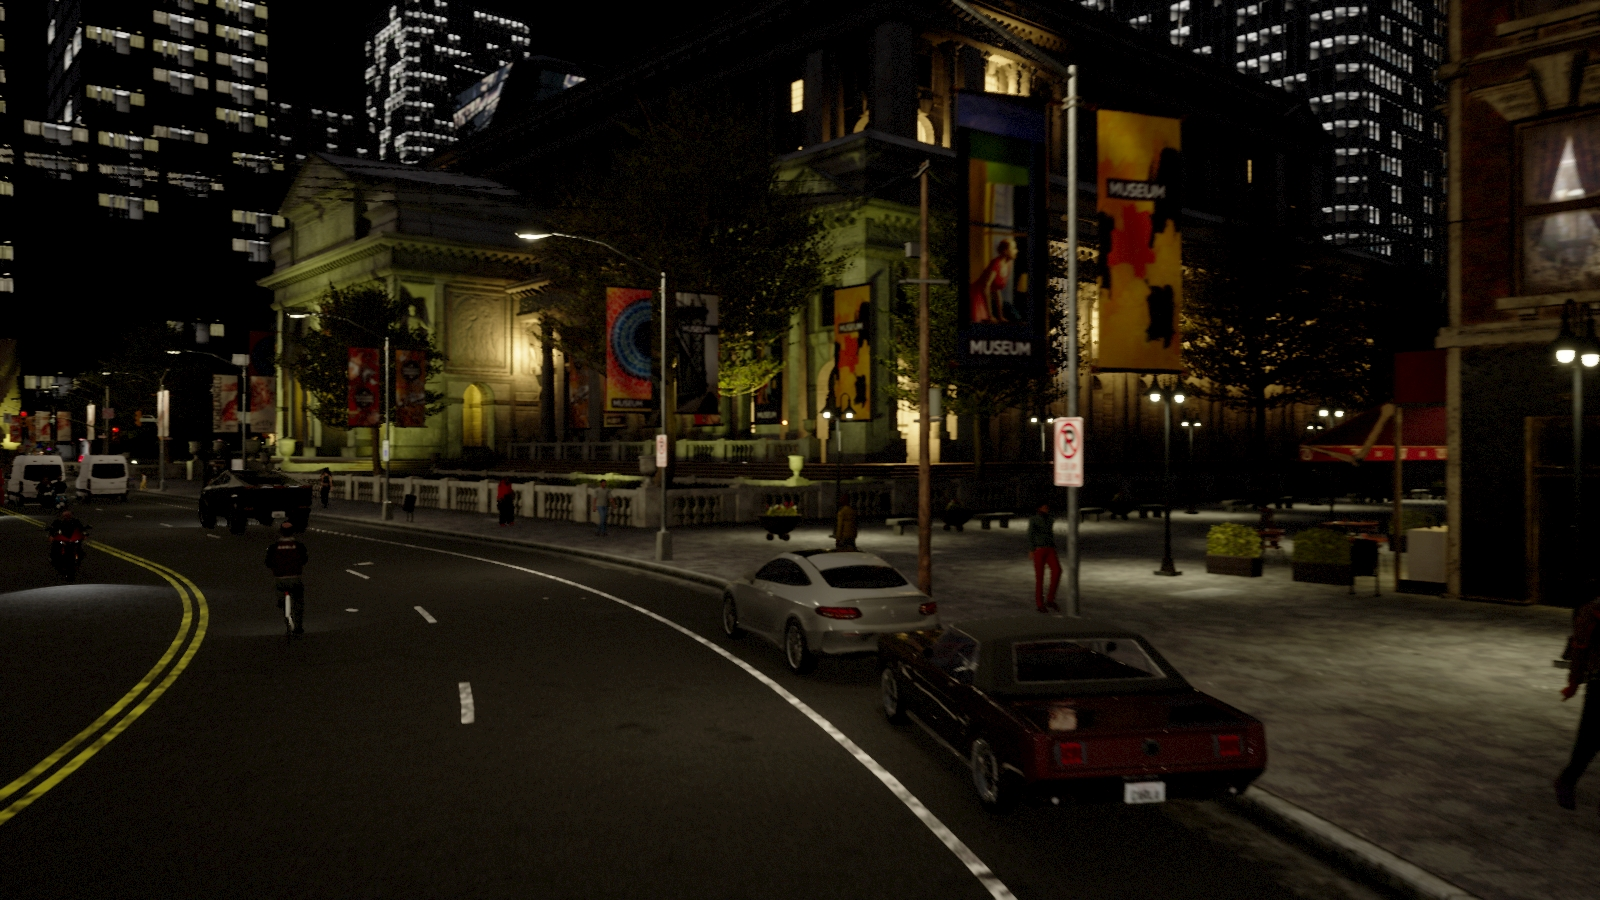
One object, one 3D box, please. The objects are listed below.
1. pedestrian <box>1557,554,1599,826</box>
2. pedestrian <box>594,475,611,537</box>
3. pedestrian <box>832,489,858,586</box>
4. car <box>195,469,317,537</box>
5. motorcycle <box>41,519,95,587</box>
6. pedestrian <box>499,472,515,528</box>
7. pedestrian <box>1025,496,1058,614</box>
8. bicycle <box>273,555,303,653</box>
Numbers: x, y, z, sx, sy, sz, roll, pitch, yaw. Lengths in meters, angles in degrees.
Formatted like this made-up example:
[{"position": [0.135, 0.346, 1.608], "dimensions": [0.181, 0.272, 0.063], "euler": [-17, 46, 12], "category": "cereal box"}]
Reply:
[{"position": [5.745, 1.695, 8.188], "dimensions": [0.375, 1.860, 0.375], "euler": [0, 0, -9], "category": "pedestrian"}, {"position": [-6.005, 1.699, 34.692], "dimensions": [0.375, 1.860, 0.375], "euler": [0, 0, -33], "category": "pedestrian"}, {"position": [0.878, 1.695, 22.278], "dimensions": [0.375, 1.860, 0.375], "euler": [0, 0, -33], "category": "pedestrian"}, {"position": [-19.092, 1.762, 39.910], "dimensions": [2.390, 2.098, 6.274], "euler": [0, 0, -39], "category": "car"}, {"position": [-15.957, 2.212, 24.886], "dimensions": [0.867, 1.251, 2.209], "euler": [-1, 0, -36], "category": "motorcycle"}, {"position": [-9.976, 1.700, 38.889], "dimensions": [0.375, 1.860, 0.375], "euler": [0, 0, 42], "category": "pedestrian"}, {"position": [3.914, 1.693, 18.527], "dimensions": [0.375, 1.860, 0.375], "euler": [0, 0, -19], "category": "pedestrian"}, {"position": [-7.475, 2.213, 16.705], "dimensions": [0.329, 1.171, 1.835], "euler": [-1, 1, -23], "category": "bicycle"}]
